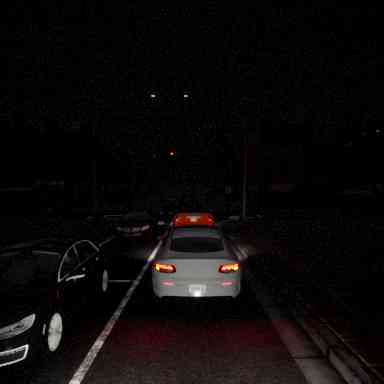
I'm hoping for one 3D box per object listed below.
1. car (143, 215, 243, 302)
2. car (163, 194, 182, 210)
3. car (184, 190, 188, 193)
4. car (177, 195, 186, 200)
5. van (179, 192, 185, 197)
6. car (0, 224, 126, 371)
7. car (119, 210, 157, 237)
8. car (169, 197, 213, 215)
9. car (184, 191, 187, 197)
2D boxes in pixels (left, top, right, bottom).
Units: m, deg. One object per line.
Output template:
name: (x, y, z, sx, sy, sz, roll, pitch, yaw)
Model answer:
car: (0.091, 1.523, 8.109, 1.812, 1.442, 4.674, 0, 0, 0)
car: (-2.712, 1.483, 43.489, 1.967, 1.590, 4.097, -2, 0, 0)
car: (-2.758, 1.132, 93.358, 2.192, 1.841, 5.009, -1, 1, 0)
car: (-2.749, 1.429, 87.809, 2.008, 1.369, 4.403, -1, 0, 0)
van: (-2.734, 1.359, 65.645, 1.690, 1.788, 3.998, -1, 0, 0)
car: (-2.665, 1.548, 5.817, 2.008, 1.369, 4.403, -2, 0, 0)
car: (-2.676, 1.582, 16.711, 1.802, 1.307, 4.206, -2, 0, 0)
car: (0.080, 1.353, 18.072, 2.097, 1.767, 4.553, 0, 0, 0)
car: (-2.740, 1.308, 71.188, 2.192, 1.841, 5.009, -1, 0, 0)
